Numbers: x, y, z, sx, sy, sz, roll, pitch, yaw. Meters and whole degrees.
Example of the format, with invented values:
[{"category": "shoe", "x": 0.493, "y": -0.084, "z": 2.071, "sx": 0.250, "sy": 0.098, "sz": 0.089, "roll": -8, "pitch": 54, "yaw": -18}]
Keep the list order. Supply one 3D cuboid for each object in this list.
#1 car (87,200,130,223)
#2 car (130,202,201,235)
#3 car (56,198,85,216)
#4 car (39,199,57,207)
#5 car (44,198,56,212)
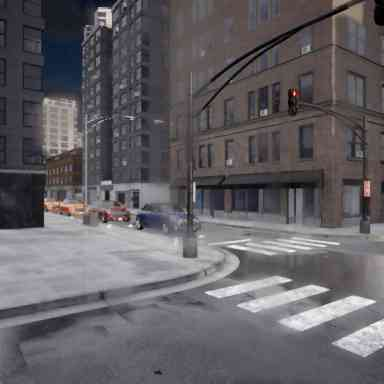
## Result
[{"category": "car", "x": -6.665, "y": 1.460, "z": 26.768, "sx": 2.097, "sy": 1.767, "sz": 4.553, "roll": 0, "pitch": 0, "yaw": -35}, {"category": "car", "x": -1.470, "y": 1.420, "z": 19.482, "sx": 2.097, "sy": 1.767, "sz": 4.553, "roll": 0, "pitch": 0, "yaw": -38}, {"category": "car", "x": -12.260, "y": 1.501, "z": 34.640, "sx": 2.097, "sy": 1.767, "sz": 4.553, "roll": 0, "pitch": 0, "yaw": -35}, {"category": "car", "x": -24.768, "y": 1.863, "z": 57.201, "sx": 1.895, "sy": 1.301, "sz": 4.718, "roll": 0, "pitch": 0, "yaw": -35}, {"category": "car", "x": -17.866, "y": 1.542, "z": 42.521, "sx": 2.097, "sy": 1.767, "sz": 4.553, "roll": 0, "pitch": 0, "yaw": -35}]
